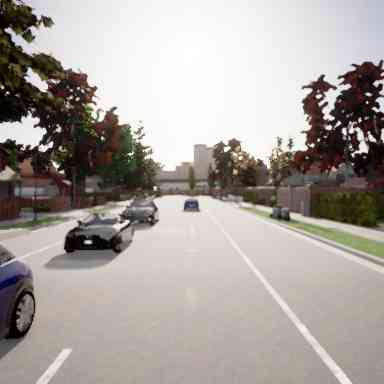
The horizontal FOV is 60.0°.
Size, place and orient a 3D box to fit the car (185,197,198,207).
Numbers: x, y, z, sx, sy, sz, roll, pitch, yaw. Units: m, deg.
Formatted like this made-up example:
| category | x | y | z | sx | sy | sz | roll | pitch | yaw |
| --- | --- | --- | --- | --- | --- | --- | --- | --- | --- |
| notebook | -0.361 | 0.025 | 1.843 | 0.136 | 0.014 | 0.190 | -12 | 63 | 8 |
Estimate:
| category | x | y | z | sx | sy | sz | roll | pitch | yaw |
| --- | --- | --- | --- | --- | --- | --- | --- | --- | --- |
| car | -0.074 | 1.464 | 50.752 | 1.994 | 1.385 | 4.181 | 0 | 0 | 0 |

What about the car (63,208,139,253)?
| category | x | y | z | sx | sy | sz | roll | pitch | yaw |
| --- | --- | --- | --- | --- | --- | --- | --- | --- | --- |
| car | -3.588 | 1.542 | 13.506 | 1.994 | 1.385 | 4.181 | 0 | 0 | 0 |

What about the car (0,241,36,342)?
| category | x | y | z | sx | sy | sz | roll | pitch | yaw |
| --- | --- | --- | --- | --- | --- | --- | --- | --- | --- |
| car | -3.596 | 1.347 | 3.534 | 2.097 | 1.767 | 4.553 | 0 | 0 | 0 |

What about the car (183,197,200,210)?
| category | x | y | z | sx | sy | sz | roll | pitch | yaw |
| --- | --- | --- | --- | --- | --- | --- | --- | --- | --- |
| car | -0.059 | 1.405 | 40.623 | 1.882 | 1.535 | 5.008 | 0 | 0 | 0 |

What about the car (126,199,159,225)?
| category | x | y | z | sx | sy | sz | roll | pitch | yaw |
| --- | --- | --- | --- | --- | --- | --- | --- | --- | --- |
| car | -3.532 | 1.312 | 23.584 | 2.097 | 1.767 | 4.553 | 0 | 0 | 0 |
